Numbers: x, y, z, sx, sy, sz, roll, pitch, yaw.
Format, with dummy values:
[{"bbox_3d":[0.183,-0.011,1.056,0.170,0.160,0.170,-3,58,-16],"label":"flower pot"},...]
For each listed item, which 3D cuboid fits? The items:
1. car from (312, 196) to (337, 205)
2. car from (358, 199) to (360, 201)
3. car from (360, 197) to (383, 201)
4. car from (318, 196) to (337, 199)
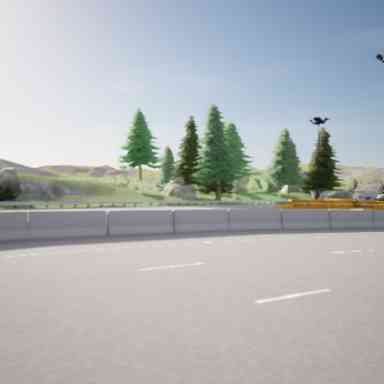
[{"bbox_3d":[23.576,1.527,59.280,5.008,1.535,1.882,1,1,-38],"label":"car"},{"bbox_3d":[35.837,1.768,68.524,5.357,1.411,2.033,1,0,-35],"label":"car"},{"bbox_3d":[35.017,1.770,63.692,4.902,1.511,2.128,1,0,-37],"label":"car"},{"bbox_3d":[22.414,1.611,53.866,5.357,1.411,2.033,1,1,-38],"label":"car"}]
